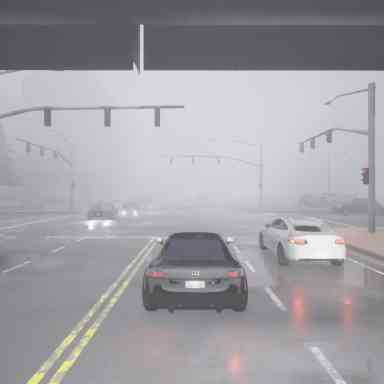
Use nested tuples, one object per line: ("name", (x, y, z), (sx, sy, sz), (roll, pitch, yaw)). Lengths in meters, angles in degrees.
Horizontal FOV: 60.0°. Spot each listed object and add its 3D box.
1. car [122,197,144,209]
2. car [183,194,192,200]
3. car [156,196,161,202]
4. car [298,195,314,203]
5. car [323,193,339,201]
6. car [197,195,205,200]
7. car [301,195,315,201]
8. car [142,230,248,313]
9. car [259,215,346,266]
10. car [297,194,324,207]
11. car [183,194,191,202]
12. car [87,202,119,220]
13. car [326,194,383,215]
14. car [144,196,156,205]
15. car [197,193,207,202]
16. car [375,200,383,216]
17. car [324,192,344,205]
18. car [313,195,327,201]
("car", (-7.981, 1.601, 44.259), (1.895, 1.301, 4.718), (0, 0, 0))
("car", (-1.154, 1.351, 86.076), (2.128, 1.511, 4.902), (0, 0, 0))
("car", (-8.079, 1.524, 74.431), (1.812, 1.442, 4.674), (0, 0, 0))
("car", (22.194, 1.395, 64.856), (1.970, 1.475, 3.806), (0, 0, 0))
("car", (33.496, 1.153, 80.040), (1.932, 1.855, 4.605), (0, 0, 0))
("car", (2.346, 1.378, 86.099), (1.994, 1.385, 4.181), (0, 0, 0))
("car", (27.918, 1.395, 79.974), (1.970, 1.475, 3.806), (0, 0, 0))
("car", (0.067, 1.564, 7.745), (1.994, 1.385, 4.181), (0, 0, 0))
("car", (3.582, 1.526, 11.405), (1.812, 1.442, 4.674), (0, 0, 0))
("car", (16.646, 1.153, 47.426), (1.932, 1.855, 4.605), (0, 0, 0))
("car", (-1.095, 1.593, 77.006), (1.895, 1.301, 4.718), (0, 0, 0))
("car", (-7.459, 1.564, 28.059), (1.994, 1.385, 4.181), (0, 0, -3))
("car", (16.355, 1.352, 33.198), (4.553, 1.767, 2.097), (0, 0, 1))
("car", (-8.056, 1.477, 59.370), (1.882, 1.535, 5.008), (0, 0, 0))
("car", (2.405, 1.223, 77.031), (2.150, 2.045, 5.566), (0, 0, 0))
("car", (19.151, 1.601, 29.667), (4.718, 1.301, 1.895), (0, 0, 1))
("car", (19.540, 1.156, 47.380), (1.905, 1.878, 3.866), (0, 0, 0))
("car", (30.813, 1.364, 79.982), (1.784, 1.438, 3.905), (0, 0, 0))
